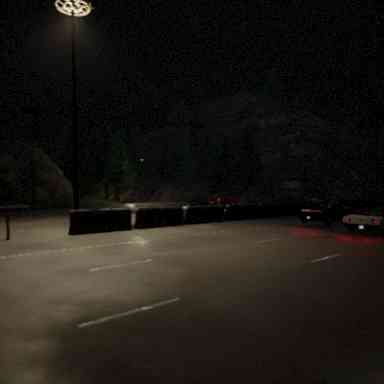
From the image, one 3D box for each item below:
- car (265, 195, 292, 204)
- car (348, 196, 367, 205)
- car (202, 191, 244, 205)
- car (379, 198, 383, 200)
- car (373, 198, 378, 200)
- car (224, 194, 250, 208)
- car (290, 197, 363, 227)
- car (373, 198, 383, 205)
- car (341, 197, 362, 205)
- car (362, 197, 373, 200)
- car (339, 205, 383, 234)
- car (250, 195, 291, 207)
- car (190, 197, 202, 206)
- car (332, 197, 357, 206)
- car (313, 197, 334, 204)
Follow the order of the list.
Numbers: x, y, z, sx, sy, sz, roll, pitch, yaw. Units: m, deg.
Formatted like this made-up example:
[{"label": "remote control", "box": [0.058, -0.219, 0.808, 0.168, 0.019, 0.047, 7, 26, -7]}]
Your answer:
[{"label": "car", "box": [14.181, 1.254, 54.462, 4.674, 1.442, 1.812, 1, 0, -41]}, {"label": "car", "box": [37.106, 1.896, 74.490, 4.553, 1.767, 2.097, 2, -1, -41]}, {"label": "car", "box": [4.371, 0.914, 41.248, 5.566, 2.045, 2.150, 0, 0, -41]}, {"label": "car", "box": [35.665, 1.850, 59.259, 4.181, 1.385, 1.994, 2, -1, -41]}, {"label": "car", "box": [33.198, 1.804, 61.751, 5.357, 1.411, 2.033, 2, -1, -41]}, {"label": "car", "box": [6.279, 1.239, 38.267, 4.674, 1.442, 1.812, 0, 0, -41]}, {"label": "car", "box": [8.837, 1.322, 21.623, 4.902, 1.511, 2.128, 0, 1, -41]}, {"label": "car", "box": [42.513, 2.159, 74.579, 5.008, 1.535, 1.882, 2, -1, -41]}, {"label": "car", "box": [30.876, 1.739, 64.369, 4.892, 1.490, 1.837, 2, -1, -41]}, {"label": "car", "box": [24.260, 1.451, 49.314, 5.357, 1.411, 2.033, 2, -1, -41]}, {"label": "car", "box": [10.162, 1.463, 18.132, 4.718, 1.301, 1.895, 0, 1, -41]}, {"label": "car", "box": [8.922, 1.225, 35.930, 4.902, 1.511, 2.128, 0, 0, -41]}, {"label": "car", "box": [1.740, 1.236, 43.593, 4.181, 1.385, 1.994, 0, 0, -41]}, {"label": "car", "box": [24.987, 1.563, 54.567, 4.718, 1.301, 1.895, 2, -1, -41]}, {"label": "car", "box": [25.438, 1.648, 64.254, 4.181, 1.385, 1.994, 2, -1, -41]}]
